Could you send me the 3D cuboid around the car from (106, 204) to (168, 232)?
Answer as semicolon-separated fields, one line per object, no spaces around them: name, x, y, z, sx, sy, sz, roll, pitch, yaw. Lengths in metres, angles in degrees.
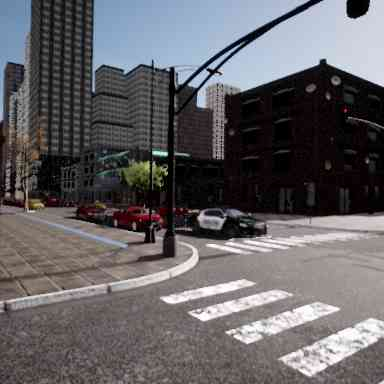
car;-3.466;1.608;20.806;1.887;1.381;4.507;1;-1;-35

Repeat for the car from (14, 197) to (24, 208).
car;-29.165;2.005;57.752;1.887;1.381;4.507;1;-1;-35

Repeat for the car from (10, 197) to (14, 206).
car;-32.155;2.074;62.038;1.947;1.339;4.313;1;-1;-35

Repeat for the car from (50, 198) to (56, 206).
car;-28.459;2.292;71.373;1.802;1.307;4.206;1;-1;-35

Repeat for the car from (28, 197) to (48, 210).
car;-22.767;1.884;48.515;1.752;1.417;4.829;1;-1;-35

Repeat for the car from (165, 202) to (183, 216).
car;-2.178;1.747;34.036;1.967;1.590;4.097;1;-1;-35

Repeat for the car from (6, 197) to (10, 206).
car;-35.327;2.124;66.572;1.947;1.339;4.313;1;-1;-35

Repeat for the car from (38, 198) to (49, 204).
car;-38.072;2.389;85.113;1.752;1.417;4.829;1;-1;-35

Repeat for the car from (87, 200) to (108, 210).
car;-14.870;2.025;52.070;1.752;1.417;4.829;1;-1;-35

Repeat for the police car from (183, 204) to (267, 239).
police car;1.865;1.579;18.118;2.038;1.542;4.974;1;-1;-35

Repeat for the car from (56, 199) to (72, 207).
car;-25.288;2.100;66.840;1.967;1.590;4.097;1;-1;-35

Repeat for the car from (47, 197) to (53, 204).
car;-34.802;2.126;80.443;2.192;1.841;5.009;1;-1;-35

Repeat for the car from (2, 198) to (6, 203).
car;-38.498;1.923;71.108;2.192;1.841;5.009;1;-1;-35

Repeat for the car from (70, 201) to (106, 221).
car;-8.627;1.722;28.181;1.802;1.307;4.206;1;-1;-35
